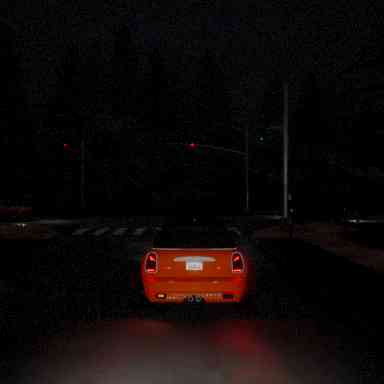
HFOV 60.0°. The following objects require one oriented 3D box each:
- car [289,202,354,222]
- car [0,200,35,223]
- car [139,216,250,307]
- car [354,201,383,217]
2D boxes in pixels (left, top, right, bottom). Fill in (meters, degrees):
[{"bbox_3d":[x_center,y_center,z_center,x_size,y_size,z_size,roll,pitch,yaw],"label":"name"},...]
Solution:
[{"bbox_3d":[8.783,1.401,23.641,4.181,1.385,1.994,0,0,0],"label":"car"},{"bbox_3d":[-13.811,1.315,23.566,5.008,1.535,1.882,0,0,0],"label":"car"},{"bbox_3d":[0.050,1.352,8.115,2.097,1.767,4.553,0,0,0],"label":"car"},{"bbox_3d":[14.342,1.438,27.357,4.718,1.301,1.895,0,0,0],"label":"car"}]
